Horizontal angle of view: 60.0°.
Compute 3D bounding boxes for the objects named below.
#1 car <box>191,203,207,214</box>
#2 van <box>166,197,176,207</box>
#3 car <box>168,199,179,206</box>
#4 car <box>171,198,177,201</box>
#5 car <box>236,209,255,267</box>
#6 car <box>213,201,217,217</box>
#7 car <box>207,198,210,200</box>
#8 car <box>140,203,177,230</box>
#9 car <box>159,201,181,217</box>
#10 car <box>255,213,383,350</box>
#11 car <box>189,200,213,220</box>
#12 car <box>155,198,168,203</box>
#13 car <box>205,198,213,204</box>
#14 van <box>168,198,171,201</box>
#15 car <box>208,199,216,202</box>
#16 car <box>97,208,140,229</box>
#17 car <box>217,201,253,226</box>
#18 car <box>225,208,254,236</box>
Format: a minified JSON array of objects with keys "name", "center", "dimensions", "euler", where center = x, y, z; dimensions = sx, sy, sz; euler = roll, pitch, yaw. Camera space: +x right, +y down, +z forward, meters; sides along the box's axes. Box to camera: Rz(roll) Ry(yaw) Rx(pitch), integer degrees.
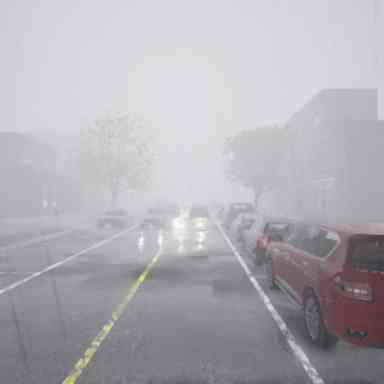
[{"name":"car","center":[0.923,2.069,42.435],"dimensions":[1.895,1.301,4.718],"euler":[1,-1,1]},{"name":"van","center":[-4.184,2.025,67.480],"dimensions":[1.690,1.788,3.998],"euler":[1,-1,1]},{"name":"car","center":[-4.061,2.293,73.020],"dimensions":[2.008,1.369,4.403],"euler":[1,-1,1]},{"name":"car","center":[-4.314,2.065,61.939],"dimensions":[1.967,1.590,4.097],"euler":[1,-1,1]},{"name":"car","center":[2.918,1.598,11.885],"dimensions":[1.967,1.590,4.097],"euler":[1,-1,1]},{"name":"car","center":[3.425,1.968,34.050],"dimensions":[1.947,1.339,4.313],"euler":[1,-1,1]},{"name":"car","center":[4.067,2.227,61.926],"dimensions":[1.752,1.417,4.829],"euler":[1,-1,1]},{"name":"car","center":[-2.511,1.791,23.785],"dimensions":[2.033,1.411,5.357],"euler":[1,-1,1]},{"name":"car","center":[-2.232,1.971,35.951],"dimensions":[1.895,1.301,4.718],"euler":[1,-1,1]},{"name":"car","center":[2.793,1.412,6.345],"dimensions":[2.192,1.841,5.009],"euler":[1,-1,1]},{"name":"car","center":[0.730,1.831,31.862],"dimensions":[1.882,1.535,5.008],"euler":[1,-1,2]},{"name":"car","center":[-4.701,1.970,45.144],"dimensions":[1.752,1.417,4.829],"euler":[1,-1,1]},{"name":"car","center":[4.829,2.487,95.006],"dimensions":[1.967,1.590,4.097],"euler":[1,-1,1]},{"name":"van","center":[-4.566,1.847,50.856],"dimensions":[1.690,1.788,3.998],"euler":[1,-1,1]},{"name":"car","center":[3.807,2.133,50.673],"dimensions":[2.008,1.369,4.403],"euler":[1,-1,1]},{"name":"car","center":[-5.208,1.771,23.148],"dimensions":[1.947,1.339,4.313],"euler":[1,-1,1]},{"name":"car","center":[3.176,1.596,22.970],"dimensions":[2.192,1.841,5.009],"euler":[1,-1,1]},{"name":"car","center":[3.043,1.770,17.426],"dimensions":[2.008,1.369,4.403],"euler":[1,-1,1]}]
